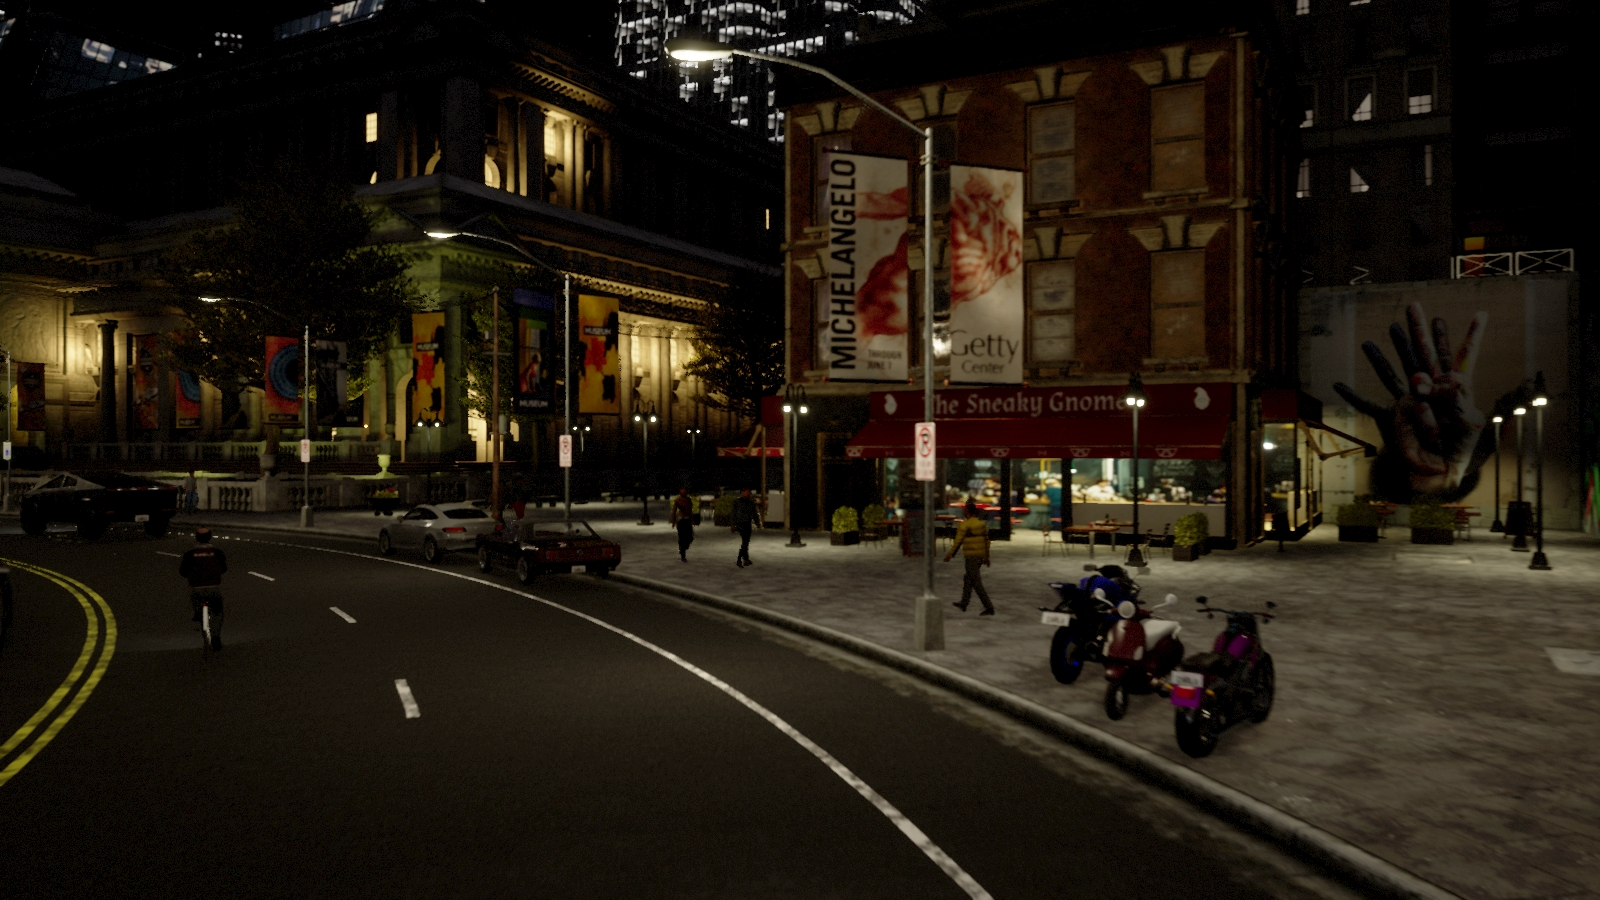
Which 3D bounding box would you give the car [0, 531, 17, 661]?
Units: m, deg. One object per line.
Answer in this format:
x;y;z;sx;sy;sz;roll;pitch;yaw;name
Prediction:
-12.452;2.069;16.467;1.816;1.474;4.193;0;0;-33;car

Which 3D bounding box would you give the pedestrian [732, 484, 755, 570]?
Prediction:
-1.254;1.697;25.298;0.375;1.860;0.375;0;0;-33;pedestrian

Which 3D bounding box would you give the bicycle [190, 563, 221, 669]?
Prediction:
-8.061;2.212;15.501;0.329;1.171;1.835;-1;1;-27;bicycle

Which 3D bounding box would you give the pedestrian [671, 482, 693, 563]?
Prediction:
-2.771;1.699;26.840;0.375;1.860;0.375;0;0;-29;pedestrian

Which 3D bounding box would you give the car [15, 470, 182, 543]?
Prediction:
-22.903;1.760;37.197;6.274;2.098;2.390;0;0;35;car

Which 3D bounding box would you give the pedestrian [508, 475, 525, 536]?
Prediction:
-8.764;1.697;35.331;0.375;1.860;0.375;0;0;24;pedestrian

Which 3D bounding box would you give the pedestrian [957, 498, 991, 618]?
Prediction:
2.765;1.695;18.120;0.375;1.860;0.375;0;0;-34;pedestrian

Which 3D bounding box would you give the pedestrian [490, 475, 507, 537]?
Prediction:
-9.197;1.698;34.841;0.375;1.860;0.375;0;0;20;pedestrian
